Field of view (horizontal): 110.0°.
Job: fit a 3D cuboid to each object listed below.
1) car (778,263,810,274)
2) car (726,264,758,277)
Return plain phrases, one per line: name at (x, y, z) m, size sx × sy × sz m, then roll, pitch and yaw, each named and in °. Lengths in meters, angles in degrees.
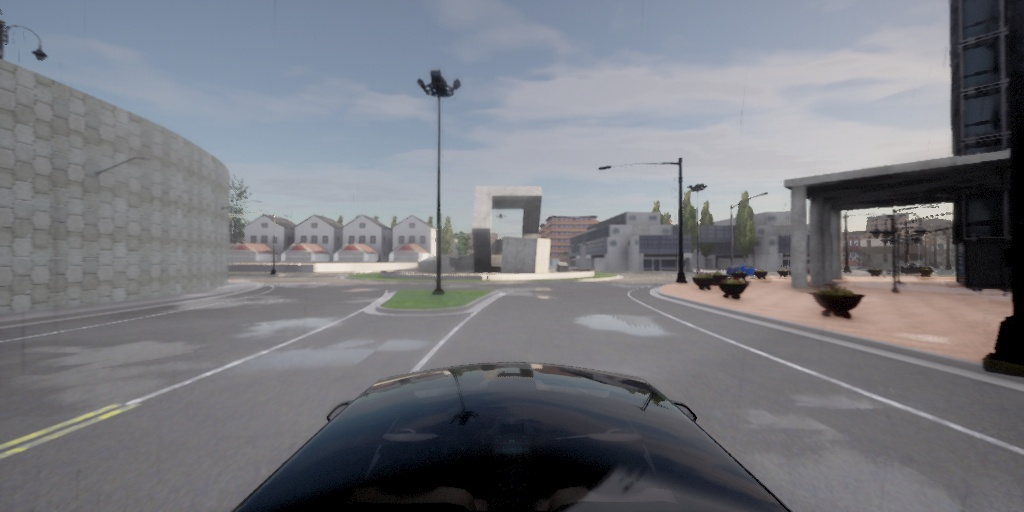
car at (39.671, 1.735, 49.770) m, size 4.553 × 1.767 × 2.097 m, roll 0°, pitch -1°, yaw 0°
car at (28.724, 1.788, 44.298) m, size 5.008 × 1.535 × 1.882 m, roll 0°, pitch -1°, yaw -26°
